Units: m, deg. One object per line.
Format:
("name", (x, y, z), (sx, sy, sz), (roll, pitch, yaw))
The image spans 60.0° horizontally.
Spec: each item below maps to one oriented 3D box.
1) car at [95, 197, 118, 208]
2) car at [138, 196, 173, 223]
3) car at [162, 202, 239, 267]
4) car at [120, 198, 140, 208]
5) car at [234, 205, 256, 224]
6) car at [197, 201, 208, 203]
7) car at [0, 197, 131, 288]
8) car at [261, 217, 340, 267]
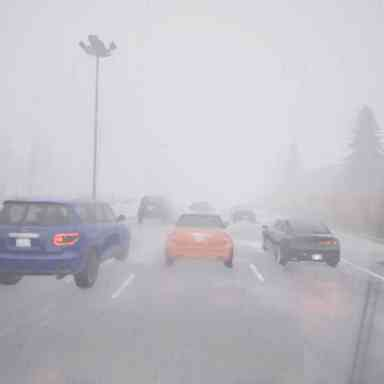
("car", (-12.822, 1.507, 50.241), (1.882, 1.535, 5.008), (1, -1, 2))
("car", (-2.825, 1.332, 26.310), (2.150, 2.045, 5.566), (1, 0, 2))
("car", (0.295, 1.439, 12.032), (2.097, 1.767, 4.553), (1, -1, 2))
("car", (-9.319, 1.620, 50.375), (1.837, 1.490, 4.892), (1, -1, 2))
("car", (4.228, 1.815, 28.177), (1.812, 1.442, 4.674), (1, 0, 2))
("car", (0.695, 1.548, 27.027), (2.097, 1.767, 4.553), (1, -1, 2))
("car", (-3.300, 1.197, 9.415), (2.150, 2.045, 5.566), (1, -2, 3))
("car", (3.801, 1.680, 12.298), (1.837, 1.490, 4.892), (1, 0, 2))
